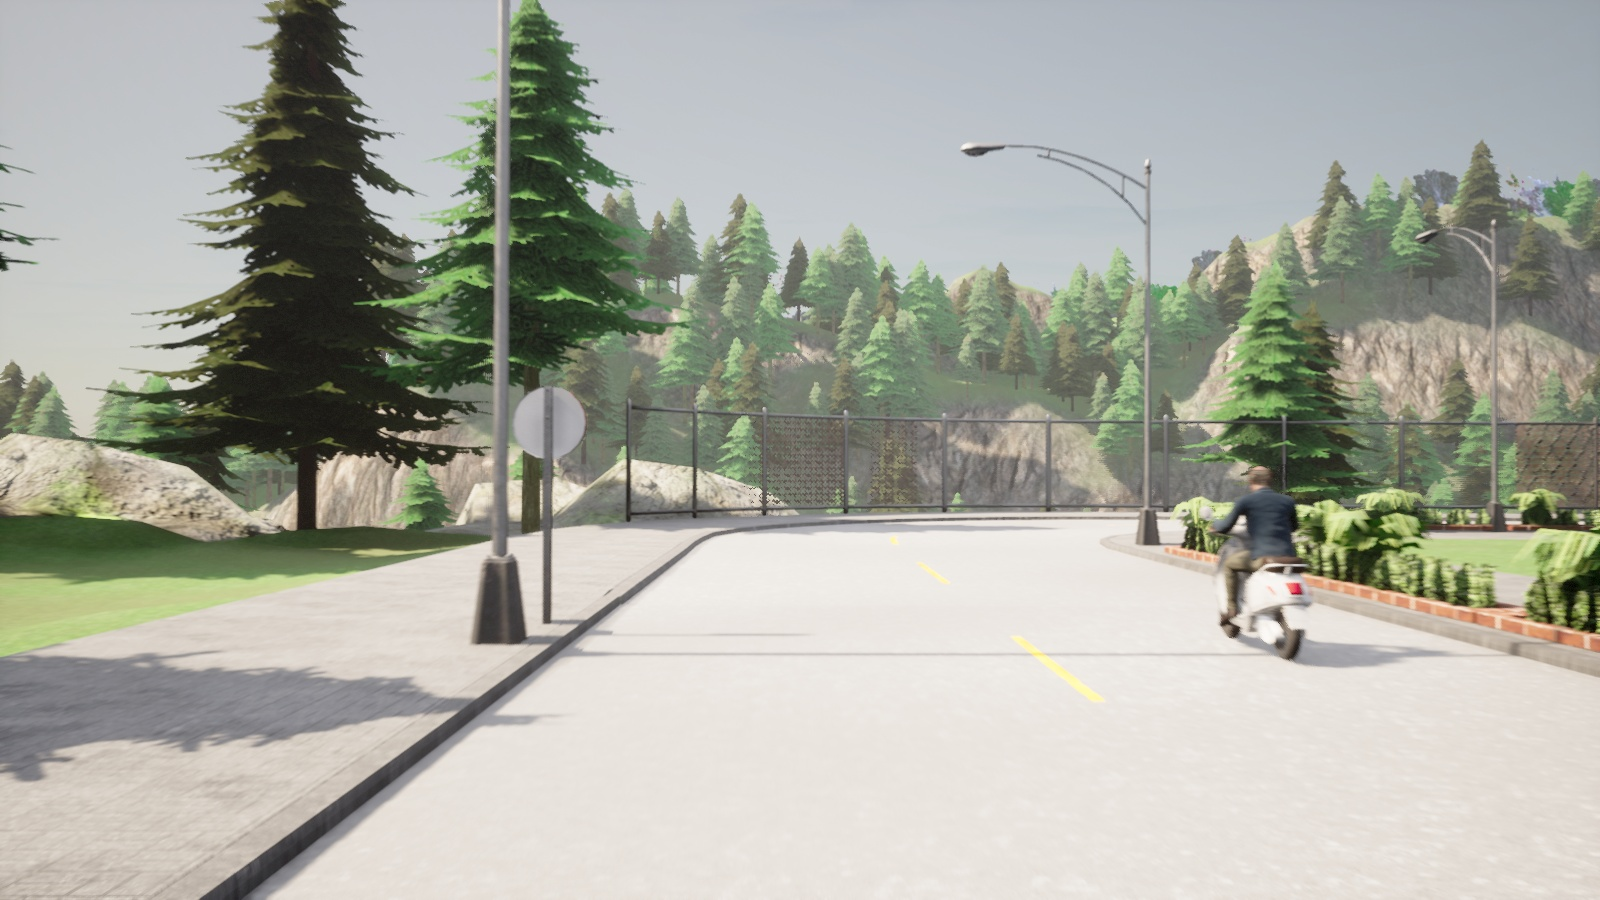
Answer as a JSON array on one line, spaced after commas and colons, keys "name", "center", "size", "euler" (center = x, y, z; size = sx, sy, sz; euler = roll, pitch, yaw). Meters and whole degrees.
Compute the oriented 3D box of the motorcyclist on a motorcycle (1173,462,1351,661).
[{"name": "motorcyclist on a motorcycle", "center": [3.973, 0.908, 10.973], "size": [0.866, 1.590, 1.817], "euler": [0, -1, 0]}]
